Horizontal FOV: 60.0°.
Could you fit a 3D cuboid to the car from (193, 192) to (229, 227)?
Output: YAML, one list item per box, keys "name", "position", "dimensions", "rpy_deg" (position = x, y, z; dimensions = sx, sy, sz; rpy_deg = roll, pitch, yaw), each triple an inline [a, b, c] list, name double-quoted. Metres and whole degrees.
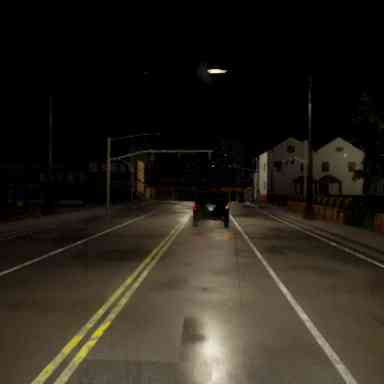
- name: "car"
  position: [1.240, 1.036, 21.635]
  dimensions: [2.150, 2.045, 5.566]
  rpy_deg: [1, 0, 3]
